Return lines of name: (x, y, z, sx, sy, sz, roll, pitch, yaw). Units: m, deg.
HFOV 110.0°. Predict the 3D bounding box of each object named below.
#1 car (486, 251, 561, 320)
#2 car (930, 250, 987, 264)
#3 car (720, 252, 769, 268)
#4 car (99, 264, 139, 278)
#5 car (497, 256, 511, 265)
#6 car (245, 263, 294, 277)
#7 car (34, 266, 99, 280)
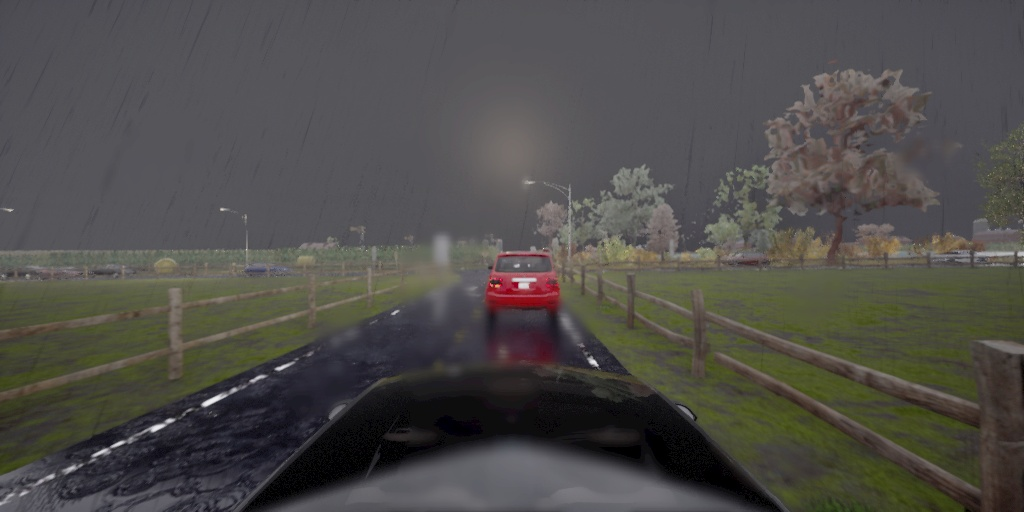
car: (0.346, 0.869, 12.289, 2.150, 2.045, 5.566, 0, 0, 0)
car: (46.368, 0.158, 37.377, 4.674, 1.442, 1.812, -1, 1, 3)
car: (24.689, 0.333, 38.378, 4.553, 1.767, 2.097, -1, 1, 3)
car: (-46.083, 1.716, 41.410, 4.902, 1.511, 2.128, -1, 1, 3)
car: (-1.319, 0.713, 62.772, 2.128, 1.511, 4.902, 0, 0, 2)
car: (-25.395, 1.400, 37.610, 4.674, 1.442, 1.812, -1, 1, 3)
car: (-47.958, 1.853, 38.662, 4.181, 1.385, 1.994, -1, 1, 3)
